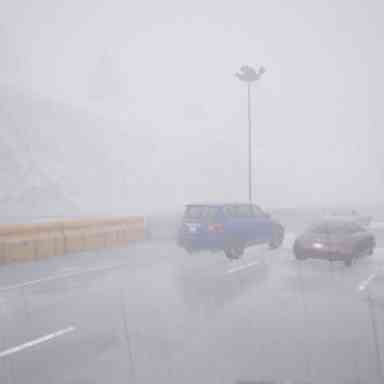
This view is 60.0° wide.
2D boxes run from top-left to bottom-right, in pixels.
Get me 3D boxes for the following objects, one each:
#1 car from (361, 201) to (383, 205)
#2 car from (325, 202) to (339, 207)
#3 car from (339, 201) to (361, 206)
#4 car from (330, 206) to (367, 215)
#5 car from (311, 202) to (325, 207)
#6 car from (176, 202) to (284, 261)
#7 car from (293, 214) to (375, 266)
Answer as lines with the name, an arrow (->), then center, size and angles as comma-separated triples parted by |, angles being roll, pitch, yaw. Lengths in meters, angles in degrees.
car -> 29.858, 2.295, 53.065 | 5.357, 1.411, 2.033 | 1, -1, -33
car -> 26.203, 2.387, 58.989 | 4.181, 1.385, 1.994 | 1, -1, -33
car -> 27.488, 2.274, 55.671 | 4.902, 1.511, 2.128 | 1, -1, -33
car -> 11.659, 1.947, 24.666 | 4.718, 1.301, 1.895 | 1, -1, -45
car -> 24.179, 2.460, 61.851 | 4.718, 1.301, 1.895 | 1, -1, -33
car -> 1.738, 1.409, 13.517 | 2.150, 2.045, 5.566 | -1, -1, 39
car -> 5.392, 1.740, 12.420 | 1.994, 1.385, 4.181 | -1, -1, 40
